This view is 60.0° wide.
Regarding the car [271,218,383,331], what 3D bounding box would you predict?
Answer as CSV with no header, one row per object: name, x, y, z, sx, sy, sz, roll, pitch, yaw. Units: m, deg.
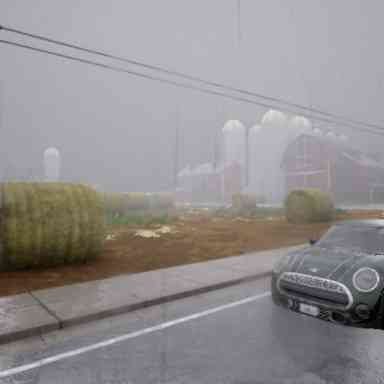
car,3.719,1.397,7.055,4.553,1.767,2.097,0,-1,-39

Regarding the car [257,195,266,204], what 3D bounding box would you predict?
car,14.650,1.772,74.885,3.866,1.878,1.905,-2,5,8
